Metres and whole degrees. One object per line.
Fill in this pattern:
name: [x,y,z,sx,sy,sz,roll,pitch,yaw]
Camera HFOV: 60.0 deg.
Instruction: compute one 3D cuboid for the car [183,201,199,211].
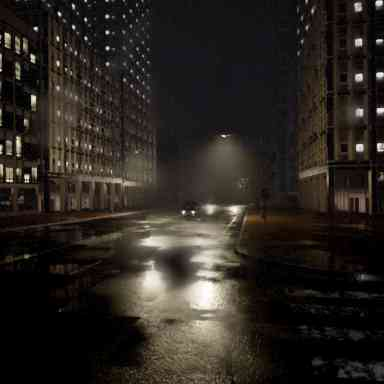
car: [-0.136,2.203,54.493,1.882,1.535,5.008,-1,-1,10]
